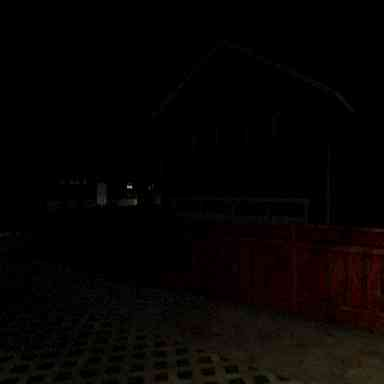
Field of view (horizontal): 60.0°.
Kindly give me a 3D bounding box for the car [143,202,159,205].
[{"bbox_3d":[-4.813,1.899,40.228,1.812,1.442,4.674,0,-1,15],"label":"car"}]
